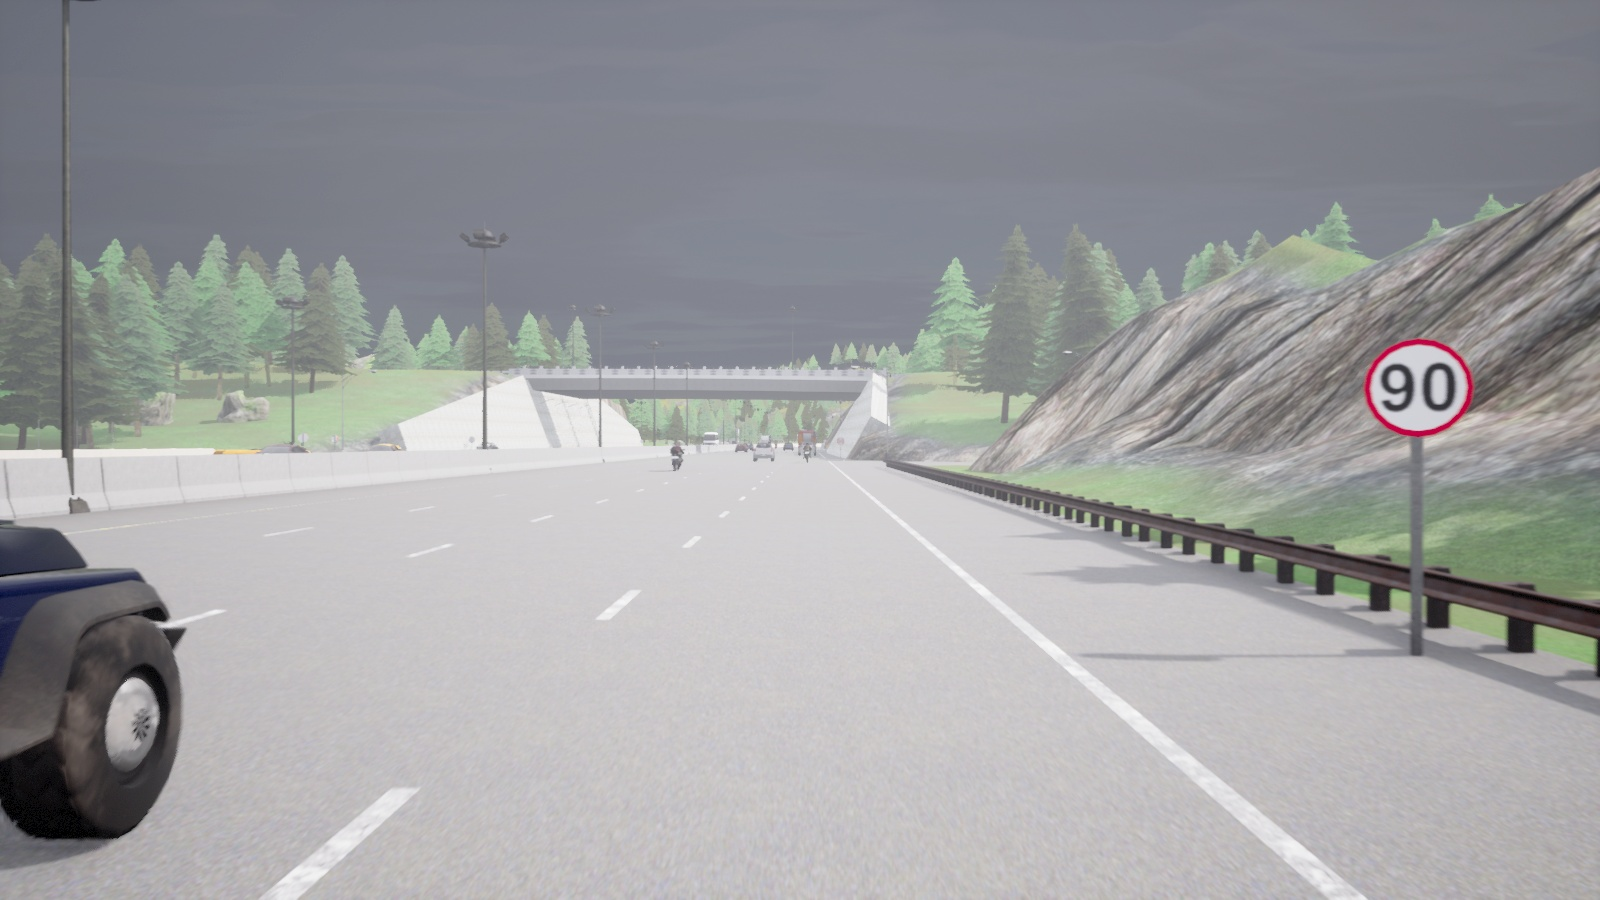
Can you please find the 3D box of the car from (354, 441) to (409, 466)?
[{"bbox_3d":[-27.514,0.201,82.776,1.801,1.575,5.366,0,0,0],"label":"car"}]

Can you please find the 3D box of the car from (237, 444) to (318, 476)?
[{"bbox_3d":[-24.154,0.427,58.221,1.812,1.442,4.674,0,0,0],"label":"car"}]

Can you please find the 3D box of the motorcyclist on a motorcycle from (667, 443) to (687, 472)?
[{"bbox_3d":[-6.600,0.398,67.561,0.866,1.530,2.191,0,0,0],"label":"motorcyclist on a motorcycle"}]

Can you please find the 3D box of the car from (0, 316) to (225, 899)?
[{"bbox_3d":[-3.464,0.520,3.525,1.905,1.878,3.866,0,0,0],"label":"car"}]
